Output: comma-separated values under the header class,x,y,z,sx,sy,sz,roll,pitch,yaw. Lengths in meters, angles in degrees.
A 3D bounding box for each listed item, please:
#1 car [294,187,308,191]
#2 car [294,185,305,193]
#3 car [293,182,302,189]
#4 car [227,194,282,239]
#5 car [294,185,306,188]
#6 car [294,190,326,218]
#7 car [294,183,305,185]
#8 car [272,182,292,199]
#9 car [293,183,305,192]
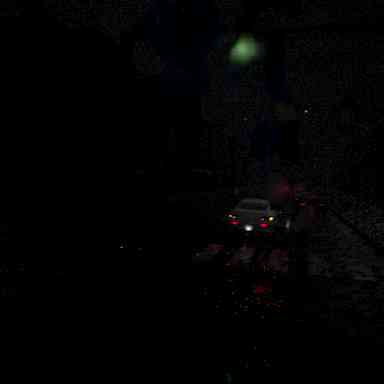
class,x,y,z,sx,sy,sz,roll,pitch,yaw
car,10.880,0.516,32.107,1.802,1.307,4.206,2,2,17
car,20.581,-0.581,63.834,2.008,1.369,4.403,2,2,17
car,28.669,-1.703,90.265,2.192,1.841,5.009,2,2,17
car,2.688,0.969,13.918,1.812,1.442,4.674,3,3,17
car,14.115,0.123,42.681,1.887,1.381,4.507,2,2,17
car,7.648,0.834,21.529,1.887,1.381,4.507,2,2,17
car,15.733,-0.159,47.965,1.967,1.590,4.097,2,2,17
car,11.433,-0.295,42.470,2.150,2.045,5.566,3,3,17
car,22.202,-0.994,69.112,2.192,1.841,5.009,2,2,17
